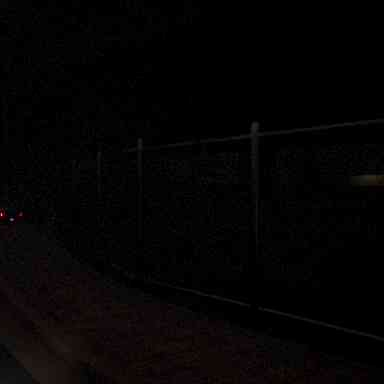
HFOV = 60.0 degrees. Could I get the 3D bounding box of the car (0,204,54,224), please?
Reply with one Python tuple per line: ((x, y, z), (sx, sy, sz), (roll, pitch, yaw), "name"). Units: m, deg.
((-11.737, 1.505, 24.099), (1.895, 1.301, 4.718), (0, 0, 2), "car")
